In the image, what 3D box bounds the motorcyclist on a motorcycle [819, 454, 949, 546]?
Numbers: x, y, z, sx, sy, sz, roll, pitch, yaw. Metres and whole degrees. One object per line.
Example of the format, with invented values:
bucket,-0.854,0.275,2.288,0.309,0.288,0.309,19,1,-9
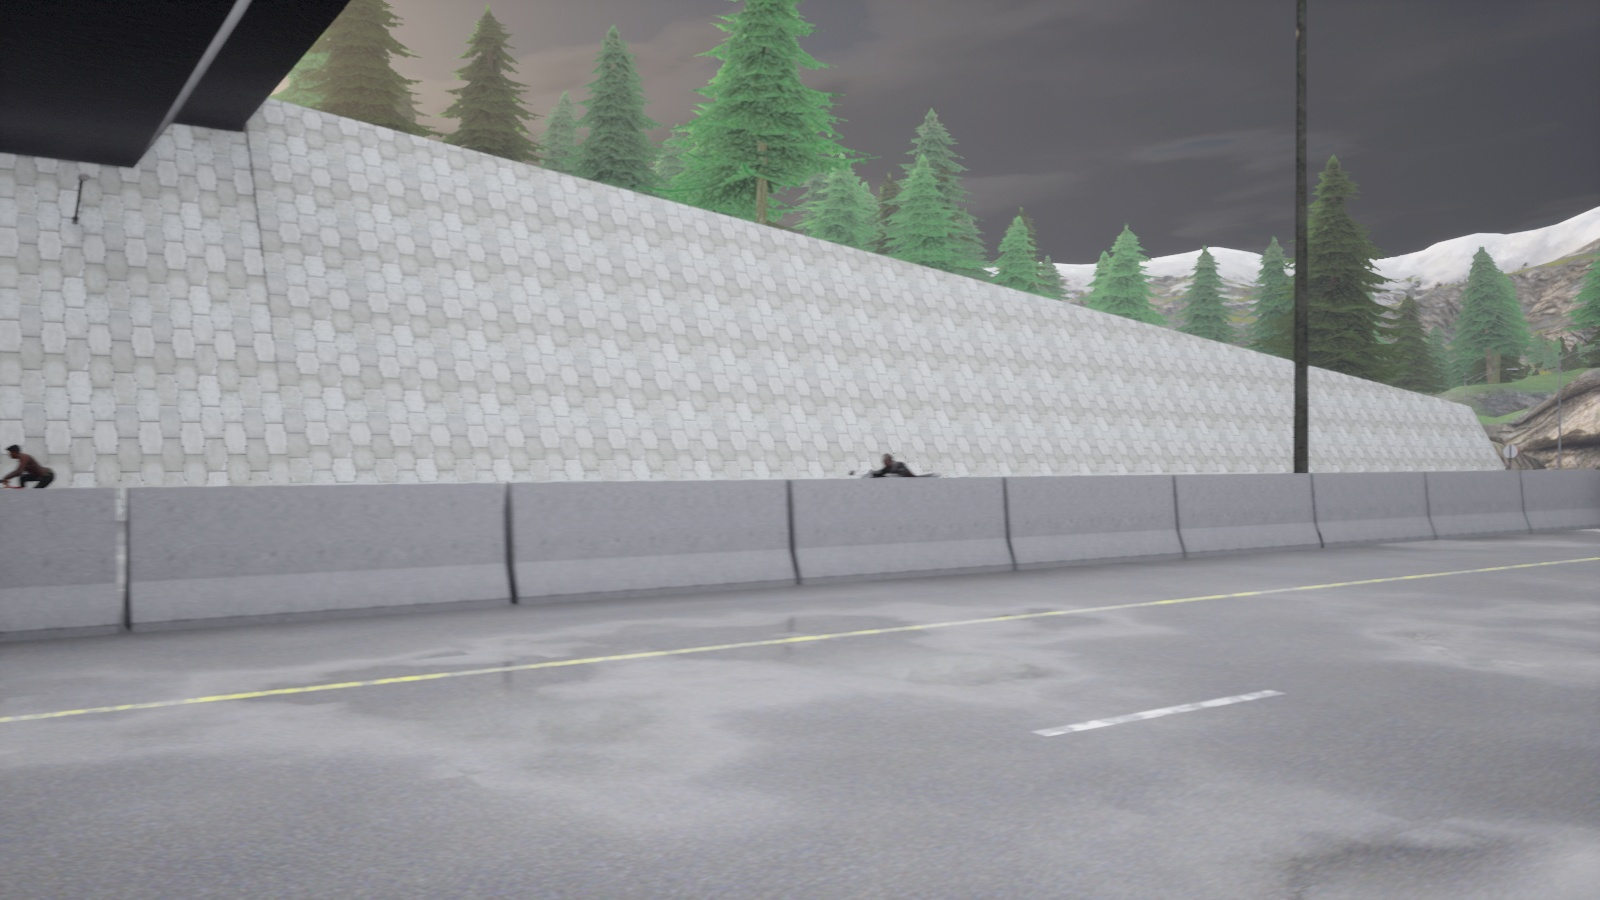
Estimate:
motorcyclist on a motorcycle,1.469,0.830,21.739,2.191,1.530,0.866,0,0,-35
